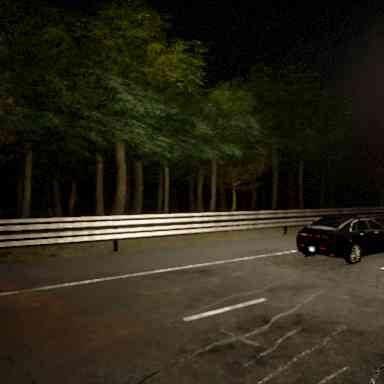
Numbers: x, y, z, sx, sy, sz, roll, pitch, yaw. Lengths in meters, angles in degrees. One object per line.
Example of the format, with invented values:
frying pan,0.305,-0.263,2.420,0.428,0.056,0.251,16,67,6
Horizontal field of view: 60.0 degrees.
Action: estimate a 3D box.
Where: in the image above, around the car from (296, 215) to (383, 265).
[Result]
car,5.873,1.626,12.249,4.892,1.490,1.837,1,0,-36
